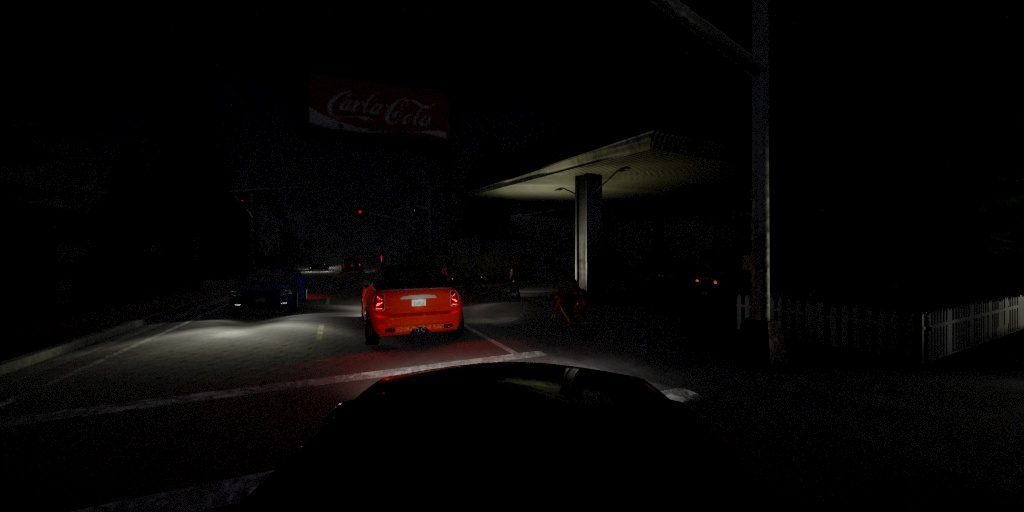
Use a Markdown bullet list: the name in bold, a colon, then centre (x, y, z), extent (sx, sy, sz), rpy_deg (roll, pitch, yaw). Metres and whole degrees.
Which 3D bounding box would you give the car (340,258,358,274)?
- **car**: centre (-17.600, 0.973, 39.596), extent (2.097, 1.767, 4.553), rpy_deg (0, 0, -22)

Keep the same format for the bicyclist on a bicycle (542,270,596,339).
- **bicyclist on a bicycle**: centre (1.403, 1.181, 8.962), extent (0.582, 1.620, 1.656), rpy_deg (3, -2, -45)

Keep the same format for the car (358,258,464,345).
- **car**: centre (-2.829, 1.002, 9.502), extent (2.097, 1.767, 4.553), rpy_deg (0, 0, -24)

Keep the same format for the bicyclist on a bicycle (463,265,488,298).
- **bicyclist on a bicycle**: centre (-1.948, 1.267, 17.941), extent (1.656, 1.620, 0.582), rpy_deg (1, 0, -23)

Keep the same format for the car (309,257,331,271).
- **car**: centre (-24.993, 0.975, 46.385), extent (2.097, 1.767, 4.553), rpy_deg (0, 0, -26)

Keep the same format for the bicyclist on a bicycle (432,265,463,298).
- **bicyclist on a bicycle**: centre (-3.204, 1.237, 16.513), extent (1.656, 1.620, 0.582), rpy_deg (1, 0, 35)

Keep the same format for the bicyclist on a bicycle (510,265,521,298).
- **bicyclist on a bicycle**: centre (0.156, 1.271, 18.132), extent (0.582, 1.620, 1.656), rpy_deg (0, 0, 14)

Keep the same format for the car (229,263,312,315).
- **car**: centre (-8.951, 1.149, 13.517), extent (1.882, 1.535, 5.008), rpy_deg (1, -1, -25)
